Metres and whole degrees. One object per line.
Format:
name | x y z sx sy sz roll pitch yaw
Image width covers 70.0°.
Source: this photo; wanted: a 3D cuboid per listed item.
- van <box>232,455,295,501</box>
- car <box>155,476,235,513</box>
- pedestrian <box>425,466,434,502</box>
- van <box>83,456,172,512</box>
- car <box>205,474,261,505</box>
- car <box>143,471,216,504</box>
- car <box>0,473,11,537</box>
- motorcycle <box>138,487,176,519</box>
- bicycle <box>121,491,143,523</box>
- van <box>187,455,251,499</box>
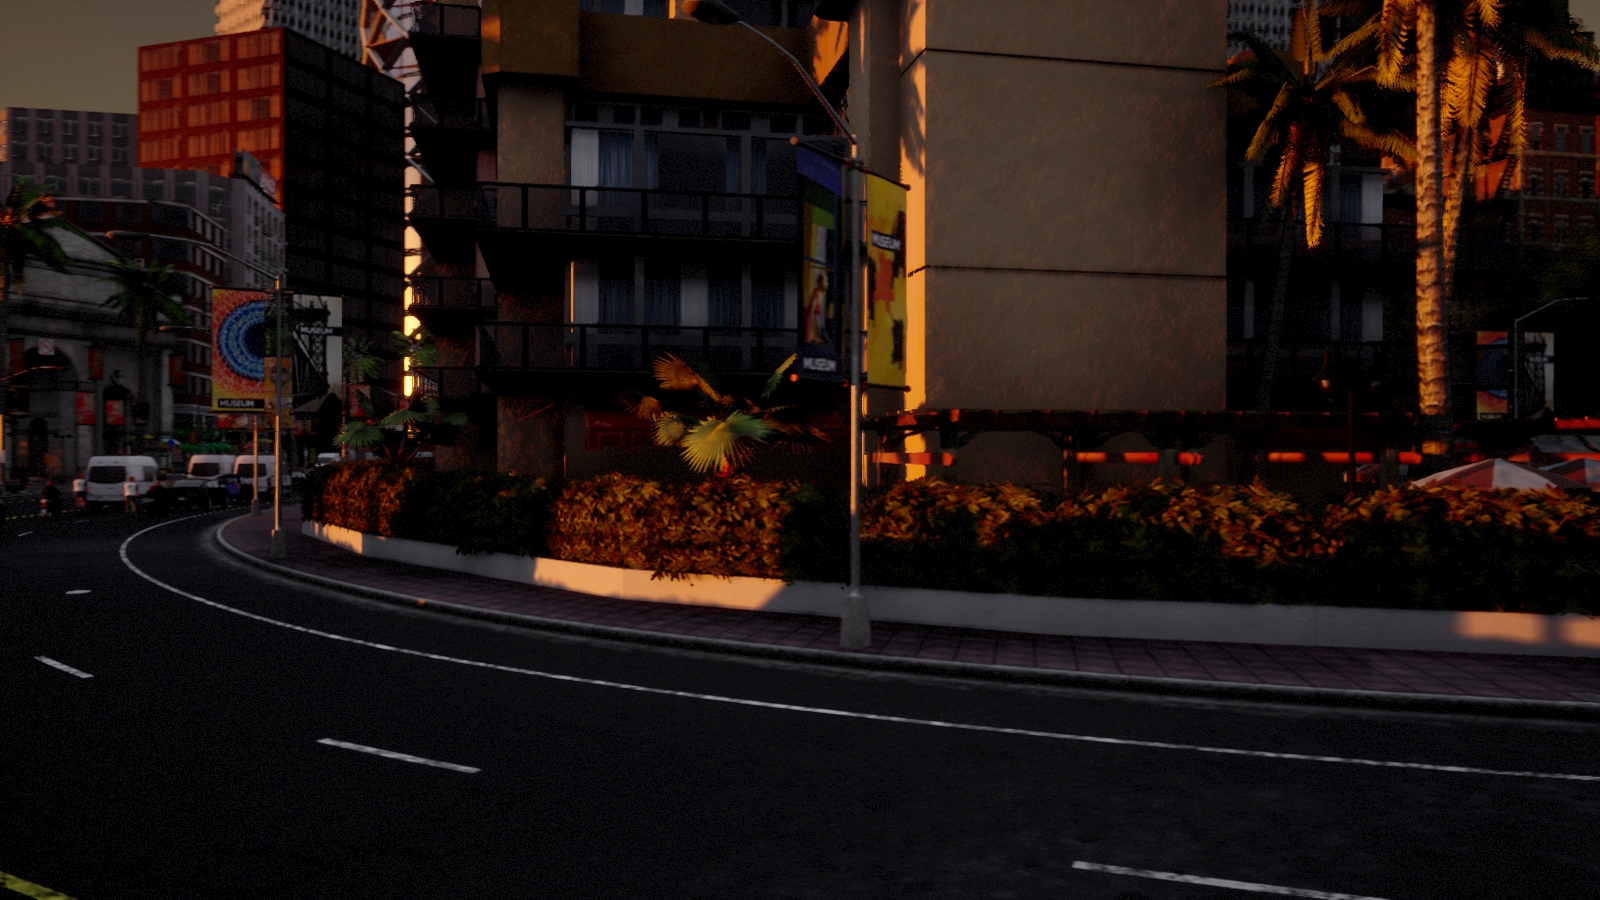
van | -31.352 1.586 66.928 1.988 2.561 5.915 0 0 -11
car | -28.770 2.075 54.525 2.097 1.535 5.006 0 0 -13
pedestrian | -19.282 1.745 59.458 0.375 1.860 0.375 0 0 -12
van | -32.544 1.575 55.462 1.988 2.561 5.915 0 0 -12
car | -30.052 2.084 60.647 1.845 1.501 3.633 0 0 -12
car | -34.110 2.039 62.985 2.152 1.651 5.027 0 0 -12
car | -26.499 1.803 35.682 2.150 2.045 5.566 0 0 -25
motorcycle | -27.490 2.241 48.877 0.867 1.251 2.209 0 0 -14
bicycle | -26.320 2.239 45.055 0.373 1.196 1.643 0 0 -17
van | -35.543 1.587 70.015 1.988 2.561 5.915 0 0 -11
